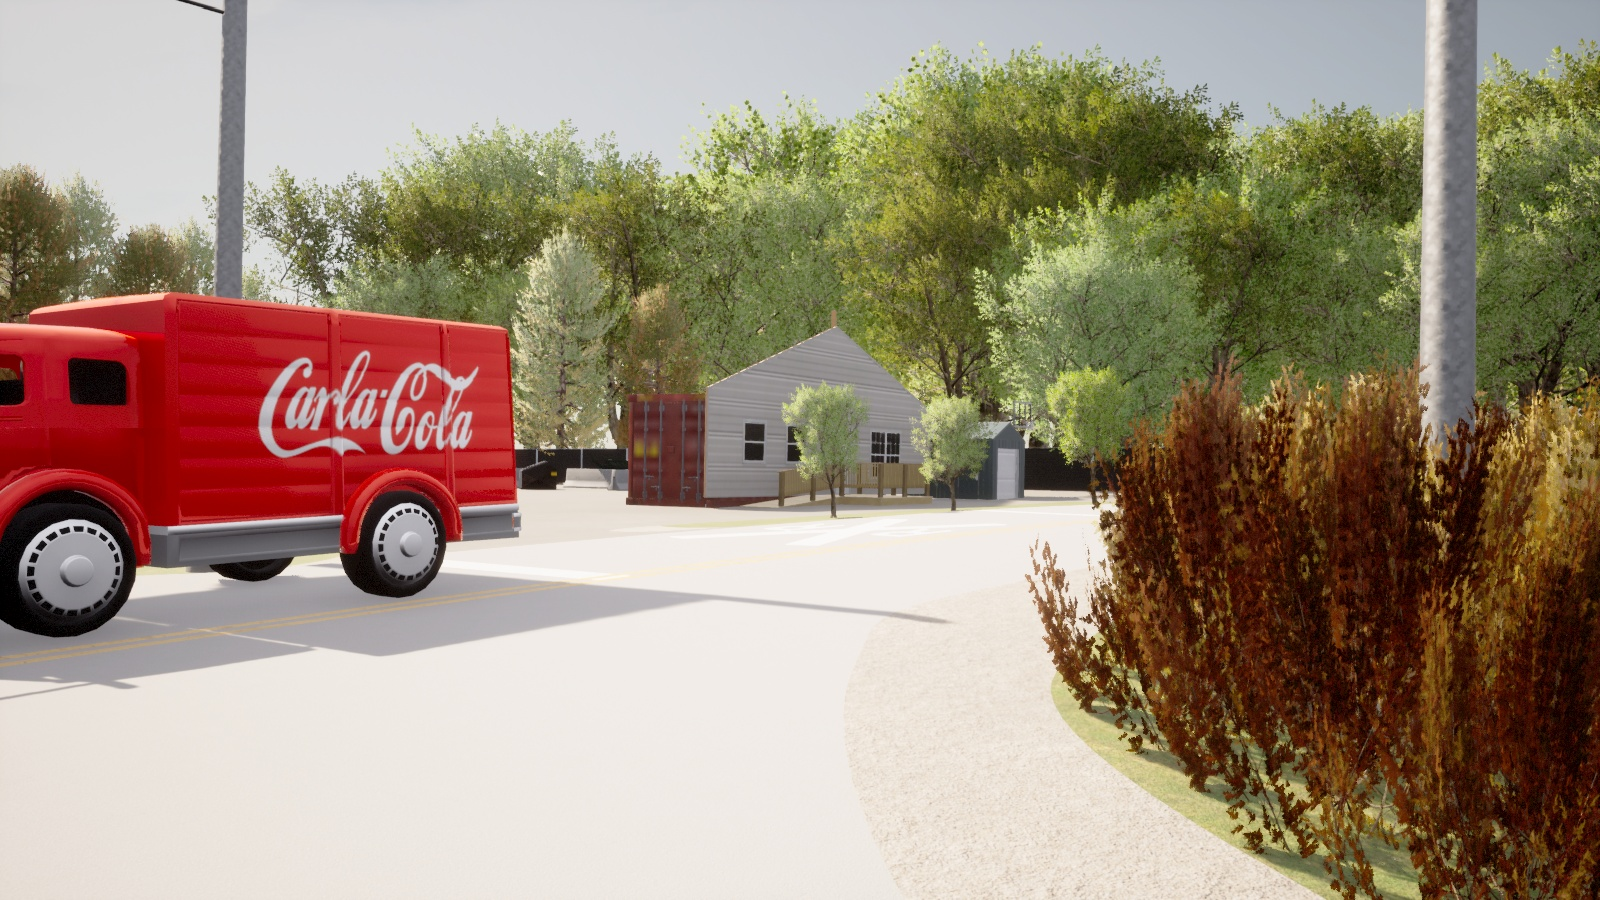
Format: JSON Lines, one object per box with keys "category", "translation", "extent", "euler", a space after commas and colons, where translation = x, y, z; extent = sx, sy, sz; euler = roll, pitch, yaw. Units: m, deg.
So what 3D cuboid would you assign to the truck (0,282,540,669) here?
{"category": "truck", "translation": [-5.027, 0.128, 10.451], "extent": [2.627, 2.467, 5.204], "euler": [-1, 1, 34]}
